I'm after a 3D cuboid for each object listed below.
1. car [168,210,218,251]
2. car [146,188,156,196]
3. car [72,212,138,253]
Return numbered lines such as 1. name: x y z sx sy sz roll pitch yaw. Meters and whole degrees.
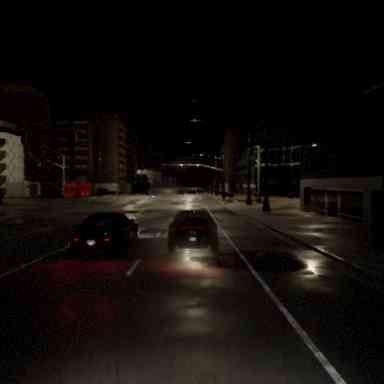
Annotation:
1. car: 0.055 1.493 14.249 1.882 1.535 5.008 0 1 1
2. car: -10.500 -0.002 86.126 2.150 2.045 5.566 0 1 0
3. car: -3.450 1.543 13.749 1.812 1.442 4.674 0 0 1
